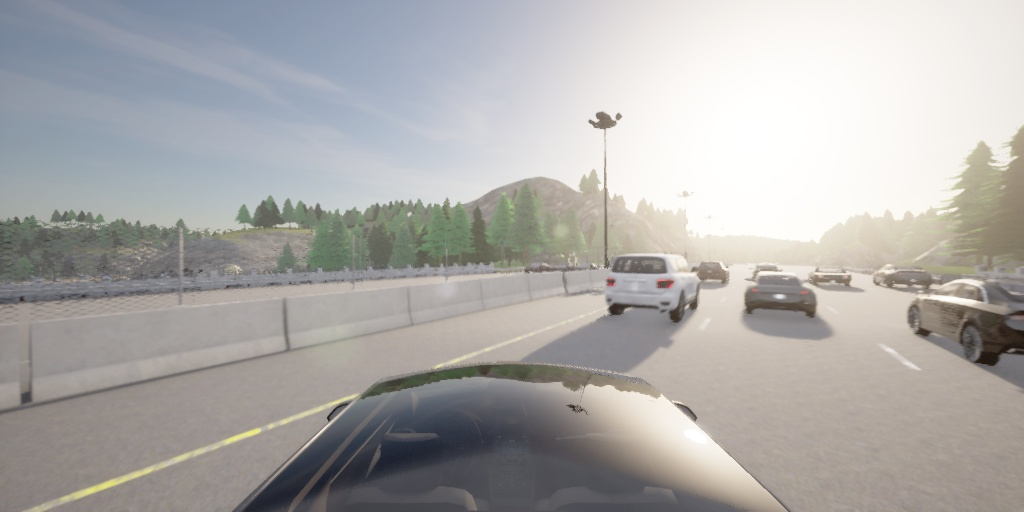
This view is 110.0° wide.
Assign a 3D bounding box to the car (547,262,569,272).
[{"bbox_3d":[7.063,1.525,46.753,2.033,1.411,5.357,0,-1,34],"label":"car"}]

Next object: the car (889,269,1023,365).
[{"bbox_3d":[9.820,1.181,7.119,2.128,1.511,4.902,0,0,34],"label":"car"}]

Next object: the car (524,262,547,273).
[{"bbox_3d":[3.422,1.509,47.648,1.812,1.442,4.674,0,-1,35],"label":"car"}]

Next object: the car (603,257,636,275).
[{"bbox_3d":[12.935,1.170,42.938,2.150,2.045,5.566,0,-1,34],"label":"car"}]

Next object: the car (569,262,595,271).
[{"bbox_3d":[9.065,1.475,43.505,1.812,1.442,4.674,0,-1,35],"label":"car"}]

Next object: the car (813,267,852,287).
[{"bbox_3d":[22.147,1.397,25.196,1.895,1.301,4.718,0,-1,34],"label":"car"}]

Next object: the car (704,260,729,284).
[{"bbox_3d":[15.973,1.175,28.570,2.097,1.767,4.553,0,-1,34],"label":"car"}]

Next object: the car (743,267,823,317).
[{"bbox_3d":[9.706,1.273,13.164,1.994,1.385,4.181,0,0,34],"label":"car"}]

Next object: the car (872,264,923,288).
[{"bbox_3d":[24.915,1.270,23.045,2.128,1.511,4.902,0,-1,34],"label":"car"}]

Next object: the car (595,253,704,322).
[{"bbox_3d":[5.062,0.942,12.547,2.150,2.045,5.566,0,0,35],"label":"car"}]

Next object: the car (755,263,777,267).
[{"bbox_3d":[19.678,1.323,27.790,1.837,1.490,4.892,0,-1,34],"label":"car"}]
